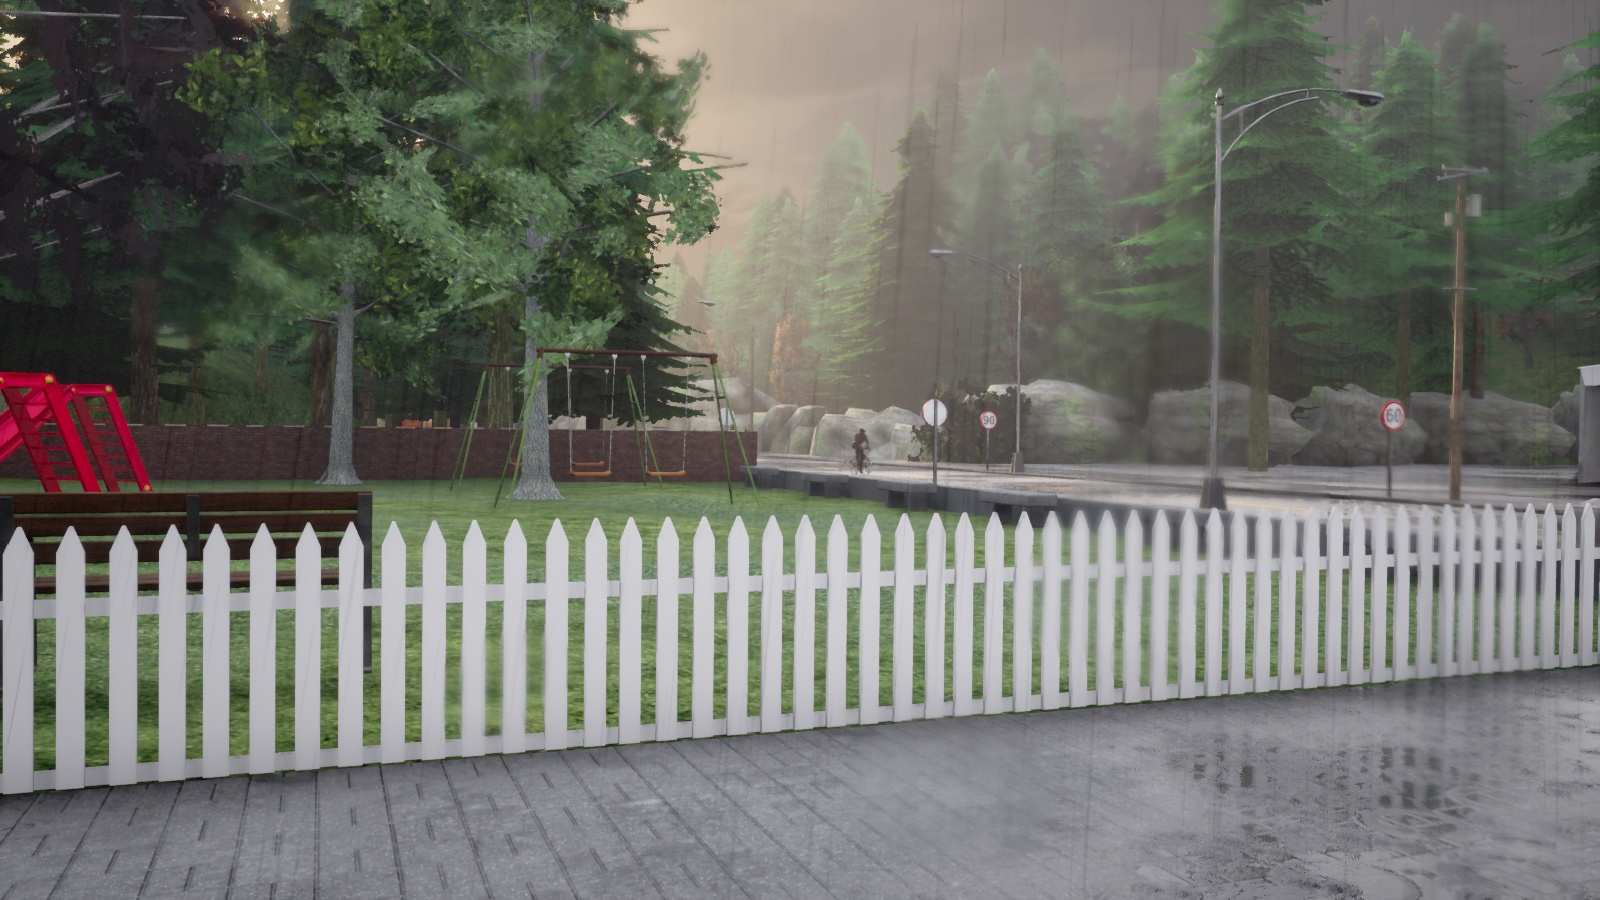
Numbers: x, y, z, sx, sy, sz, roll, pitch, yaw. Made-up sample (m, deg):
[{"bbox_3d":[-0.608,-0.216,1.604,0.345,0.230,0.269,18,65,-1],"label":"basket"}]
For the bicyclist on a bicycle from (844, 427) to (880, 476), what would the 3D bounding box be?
[{"bbox_3d":[2.086,0.038,42.438,0.582,1.620,1.656,-1,1,-21],"label":"bicyclist on a bicycle"}]
